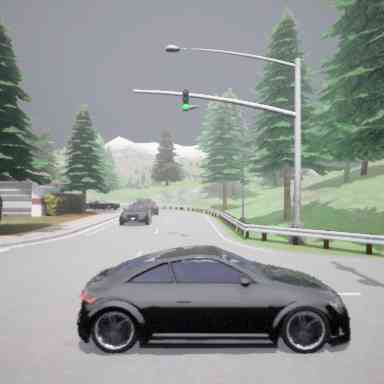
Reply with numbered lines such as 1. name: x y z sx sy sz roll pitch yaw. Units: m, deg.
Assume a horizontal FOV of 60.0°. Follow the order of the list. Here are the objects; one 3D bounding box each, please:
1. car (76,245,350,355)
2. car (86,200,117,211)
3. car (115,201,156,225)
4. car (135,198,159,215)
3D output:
1. car: 0.310 1.636 5.555 4.181 1.385 1.994 1 0 -1
2. car: -11.388 1.645 41.565 4.718 1.301 1.895 0 0 14
3. car: -3.983 1.586 24.035 1.994 1.385 4.181 0 0 -2
4. car: -4.816 1.382 33.826 2.097 1.767 4.553 0 0 -19
